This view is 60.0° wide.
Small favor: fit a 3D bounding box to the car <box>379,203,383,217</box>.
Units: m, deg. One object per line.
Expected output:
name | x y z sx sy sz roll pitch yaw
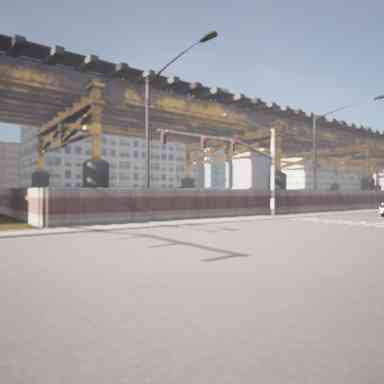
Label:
car | 19.630 1.284 30.877 5.566 2.045 2.150 0 0 -36
